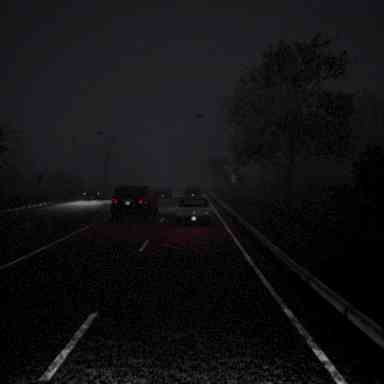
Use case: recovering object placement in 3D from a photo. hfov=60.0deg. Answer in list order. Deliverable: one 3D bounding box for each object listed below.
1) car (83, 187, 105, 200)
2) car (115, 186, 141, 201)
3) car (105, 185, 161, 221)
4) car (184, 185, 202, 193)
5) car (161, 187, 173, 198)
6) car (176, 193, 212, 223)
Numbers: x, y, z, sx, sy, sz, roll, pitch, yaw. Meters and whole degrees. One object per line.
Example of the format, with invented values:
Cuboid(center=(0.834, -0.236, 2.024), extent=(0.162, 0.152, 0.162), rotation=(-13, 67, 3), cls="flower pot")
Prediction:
Cuboid(center=(-10.599, 0.163, 37.267), extent=(1.895, 1.301, 4.718), rotation=(0, 3, 0), cls="car")
Cuboid(center=(-7.097, 0.124, 37.312), extent=(1.994, 1.385, 4.181), rotation=(0, 3, 0), cls="car")
Cuboid(center=(-3.449, 0.559, 20.632), extent=(2.150, 2.045, 5.566), rotation=(0, 3, 0), cls="car")
Cuboid(center=(0.095, -0.023, 39.208), extent=(1.837, 1.490, 4.892), rotation=(0, 3, 0), cls="car")
Cuboid(center=(-3.412, -0.008, 40.952), extent=(1.895, 1.301, 4.718), rotation=(0, 3, 0), cls="car")
Cuboid(center=(0.098, 0.990, 19.480), extent=(1.895, 1.301, 4.718), rotation=(0, 3, 0), cls="car")
